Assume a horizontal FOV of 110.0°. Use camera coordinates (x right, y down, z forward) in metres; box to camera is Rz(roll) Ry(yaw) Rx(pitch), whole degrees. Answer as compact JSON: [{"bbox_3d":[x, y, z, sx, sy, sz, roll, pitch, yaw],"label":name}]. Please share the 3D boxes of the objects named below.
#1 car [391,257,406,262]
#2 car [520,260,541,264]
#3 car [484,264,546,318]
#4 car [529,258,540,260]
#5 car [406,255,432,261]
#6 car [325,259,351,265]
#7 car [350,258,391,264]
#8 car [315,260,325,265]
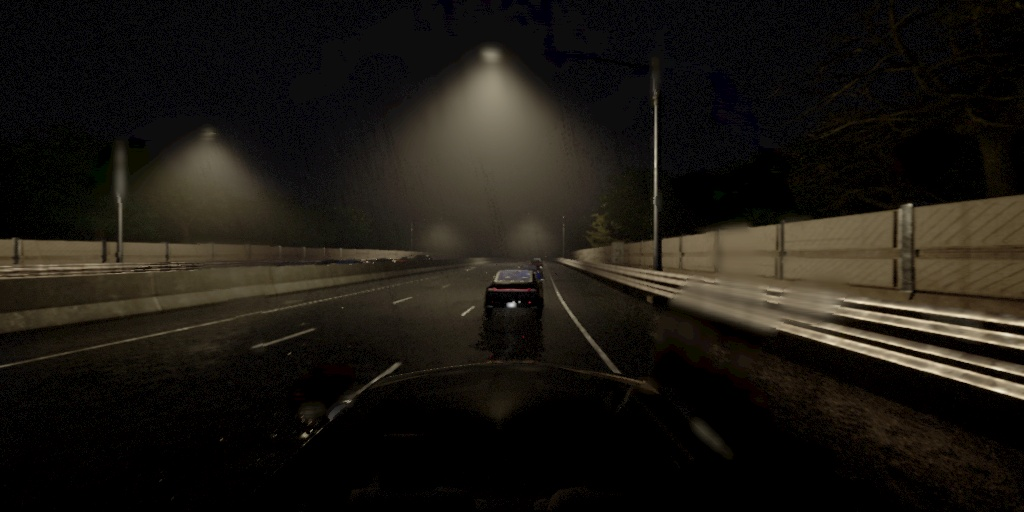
[{"bbox_3d":[-17.302,0.958,58.139,2.097,1.767,4.553,0,0,5],"label":"car"},{"bbox_3d":[1.360,1.269,27.708,1.994,1.385,4.181,0,0,5],"label":"car"},{"bbox_3d":[0.179,1.225,12.932,2.128,1.511,4.902,0,0,5],"label":"car"},{"bbox_3d":[3.423,1.208,53.487,1.994,1.385,4.181,0,0,5],"label":"car"},{"bbox_3d":[-14.002,0.839,55.619,2.150,2.045,5.566,0,0,5],"label":"car"},{"bbox_3d":[-18.714,1.125,41.030,1.882,1.535,5.008,0,0,5],"label":"car"},{"bbox_3d":[-15.361,1.220,39.160,1.994,1.385,4.181,0,0,5],"label":"car"},{"bbox_3d":[-22.016,1.144,43.494,1.837,1.490,4.892,0,0,5],"label":"car"}]
